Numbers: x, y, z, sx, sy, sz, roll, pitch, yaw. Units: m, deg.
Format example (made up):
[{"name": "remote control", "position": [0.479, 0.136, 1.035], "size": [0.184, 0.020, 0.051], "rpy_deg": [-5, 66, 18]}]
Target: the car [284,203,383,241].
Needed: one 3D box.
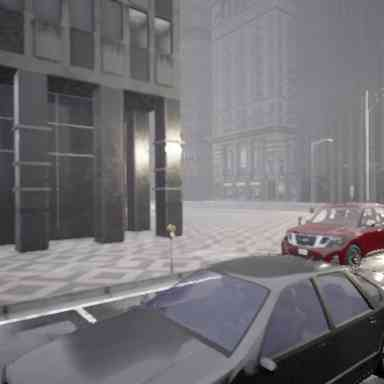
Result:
[{"name": "car", "position": [5.020, 1.302, 10.587], "size": [5.009, 1.841, 2.192], "rpy_deg": [0, 0, -37]}]

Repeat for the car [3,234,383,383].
[{"name": "car", "position": [0.818, 1.551, 3.902], "size": [5.357, 1.411, 2.033], "rpy_deg": [0, 0, -37]}]
